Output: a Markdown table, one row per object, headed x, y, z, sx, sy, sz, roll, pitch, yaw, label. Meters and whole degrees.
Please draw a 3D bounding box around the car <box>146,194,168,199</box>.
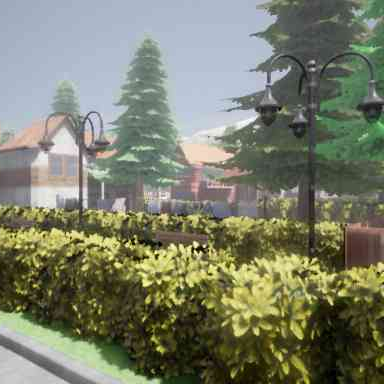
| x | y | z | sx | sy | sz | roll | pitch | yaw | label |
| --- | --- | --- | --- | --- | --- | --- | --- | --- | --- |
| -7.182 | 1.488 | 65.177 | 5.566 | 2.045 | 2.150 | 0 | 0 | -44 | car |
